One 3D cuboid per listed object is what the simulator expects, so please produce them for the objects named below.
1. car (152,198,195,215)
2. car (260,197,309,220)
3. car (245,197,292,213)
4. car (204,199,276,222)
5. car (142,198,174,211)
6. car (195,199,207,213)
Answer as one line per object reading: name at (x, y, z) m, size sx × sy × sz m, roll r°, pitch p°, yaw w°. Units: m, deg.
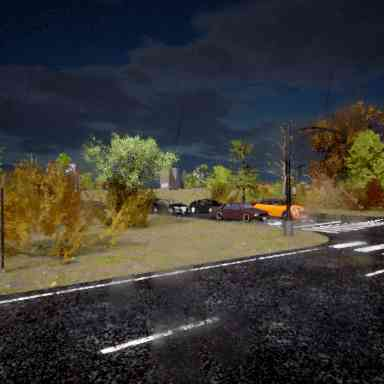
car at (-2.293, 1.493, 34.341) m, size 2.128 × 1.511 × 4.902 m, roll 0°, pitch 0°, yaw -38°
car at (7.277, 1.345, 27.418) m, size 2.097 × 1.767 × 4.553 m, roll 0°, pitch 0°, yaw -38°
car at (8.361, 1.419, 36.961) m, size 1.882 × 1.535 × 5.008 m, roll -1°, pitch 1°, yaw -39°
car at (3.723, 1.560, 26.683) m, size 2.033 × 1.411 × 5.357 m, roll 0°, pitch 0°, yaw -38°
car at (-4.419, 1.499, 42.306) m, size 1.812 × 1.442 × 4.674 m, roll 0°, pitch 0°, yaw -38°
car at (1.691, 1.488, 34.529) m, size 1.837 × 1.490 × 4.892 m, roll 0°, pitch 0°, yaw -38°
